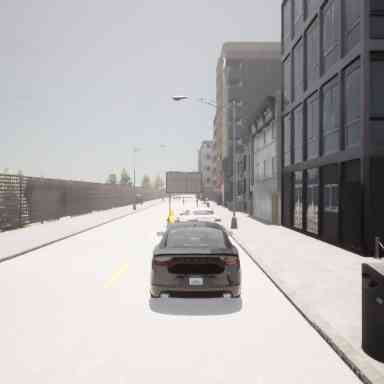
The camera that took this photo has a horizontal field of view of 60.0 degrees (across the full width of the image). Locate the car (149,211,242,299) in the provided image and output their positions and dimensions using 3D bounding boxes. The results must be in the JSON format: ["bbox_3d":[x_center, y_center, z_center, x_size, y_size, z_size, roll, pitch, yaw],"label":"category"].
[{"bbox_3d":[0.072,1.478,8.540,1.882,1.535,5.008,0,0,0],"label":"car"}]

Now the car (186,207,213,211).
[{"bbox_3d":[0.371,1.540,17.892,1.812,1.442,4.674,0,-1,-8],"label":"car"}]

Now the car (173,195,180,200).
[{"bbox_3d":[-4.295,1.524,93.839,1.812,1.442,4.674,0,0,0],"label":"car"}]

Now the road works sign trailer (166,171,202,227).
[{"bbox_3d":[-0.569,0.464,21.381,2.380,3.560,2.880,0,0,-17],"label":"road works sign trailer"}]
